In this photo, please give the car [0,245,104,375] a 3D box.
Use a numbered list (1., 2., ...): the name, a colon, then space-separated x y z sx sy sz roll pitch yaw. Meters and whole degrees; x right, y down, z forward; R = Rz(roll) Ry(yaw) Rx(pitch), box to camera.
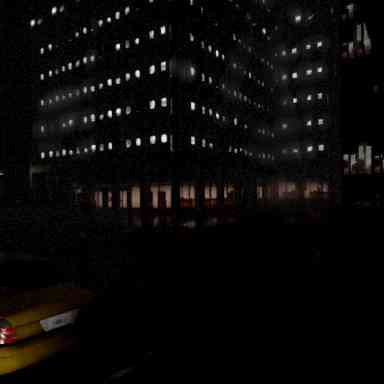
1. car: -3.479 1.515 5.364 4.829 1.417 1.752 0 -1 35
